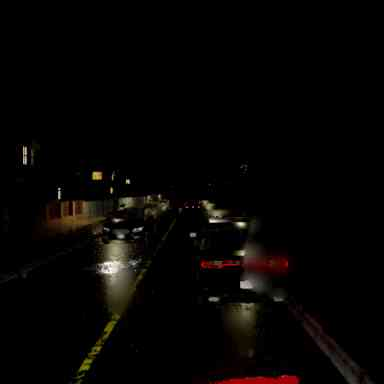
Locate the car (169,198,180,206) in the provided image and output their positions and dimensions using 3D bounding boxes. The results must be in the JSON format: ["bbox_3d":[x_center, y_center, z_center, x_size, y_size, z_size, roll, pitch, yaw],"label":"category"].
[{"bbox_3d":[-2.677,1.598,53.037,1.895,1.301,4.718,0,0,0],"label":"car"}]

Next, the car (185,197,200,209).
[{"bbox_3d":[0.090,1.504,45.744,1.837,1.490,4.892,0,0,1],"label":"car"}]

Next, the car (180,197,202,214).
[{"bbox_3d":[0.120,1.548,35.397,2.033,1.411,5.357,0,0,0],"label":"car"}]

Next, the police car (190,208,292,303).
[{"bbox_3d":[0.972,1.426,8.421,1.930,1.638,5.238,0,0,0],"label":"police car"}]

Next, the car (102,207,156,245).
[{"bbox_3d":[-2.828,1.494,15.624,2.128,1.511,4.902,0,0,0],"label":"car"}]
